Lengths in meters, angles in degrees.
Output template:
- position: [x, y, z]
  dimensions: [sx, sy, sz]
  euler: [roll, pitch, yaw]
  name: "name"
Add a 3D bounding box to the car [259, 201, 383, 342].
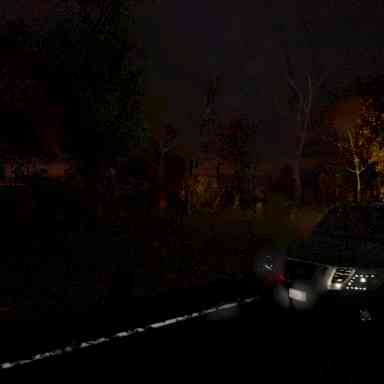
- position: [3.835, 1.223, 6.743]
  dimensions: [5.566, 2.045, 2.150]
  euler: [0, 0, -37]
  name: "car"
